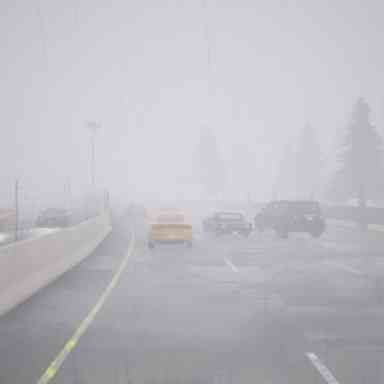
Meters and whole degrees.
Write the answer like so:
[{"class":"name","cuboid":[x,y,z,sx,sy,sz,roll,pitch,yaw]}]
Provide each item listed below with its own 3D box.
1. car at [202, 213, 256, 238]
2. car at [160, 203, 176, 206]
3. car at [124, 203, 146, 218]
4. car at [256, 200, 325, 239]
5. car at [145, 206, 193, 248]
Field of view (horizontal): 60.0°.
[{"class":"car","cuboid":[1.869,1.839,19.407,1.895,1.301,4.718,0,-1,-9]},{"class":"car","cuboid":[-2.675,1.967,36.516,1.812,1.442,4.674,0,-1,-19]},{"class":"car","cuboid":[-6.079,1.920,35.695,2.128,1.511,4.902,0,-1,-19]},{"class":"car","cuboid":[5.444,1.461,19.229,2.150,2.045,5.566,0,-1,-9]},{"class":"car","cuboid":[-1.154,1.672,15.973,1.882,1.535,5.008,0,-1,-8]}]
